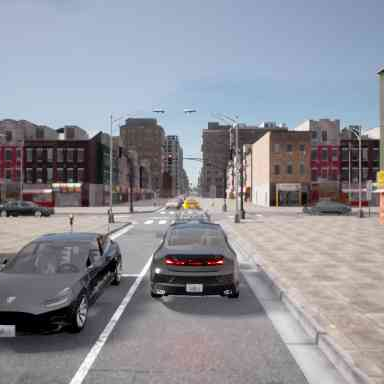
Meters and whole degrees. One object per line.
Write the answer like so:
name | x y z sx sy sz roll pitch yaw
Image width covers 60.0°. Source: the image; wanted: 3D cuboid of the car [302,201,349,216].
car | 12.982 1.573 32.373 4.181 1.385 1.994 0 0 0

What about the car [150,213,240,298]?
car | 0.085 1.508 8.496 1.837 1.490 4.892 0 0 1

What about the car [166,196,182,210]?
car | -2.557 1.576 44.419 1.752 1.417 4.829 0 0 0

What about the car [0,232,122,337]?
car | -2.622 1.568 6.819 1.947 1.339 4.313 0 0 0

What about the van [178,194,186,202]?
van | -2.489 1.516 83.827 1.690 1.788 3.998 0 0 0

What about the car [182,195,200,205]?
car | -0.009 1.523 41.907 1.882 1.535 5.008 -1 0 -1

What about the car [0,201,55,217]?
car | -14.713 1.543 29.512 4.892 1.490 1.837 0 0 0

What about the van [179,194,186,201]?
van | -2.479 1.538 89.432 1.690 1.788 3.998 0 0 0

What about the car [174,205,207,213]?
car | 0.059 1.610 17.707 1.895 1.301 4.718 0 0 1

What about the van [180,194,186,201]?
van | -2.470 1.561 95.038 1.690 1.788 3.998 0 0 0
